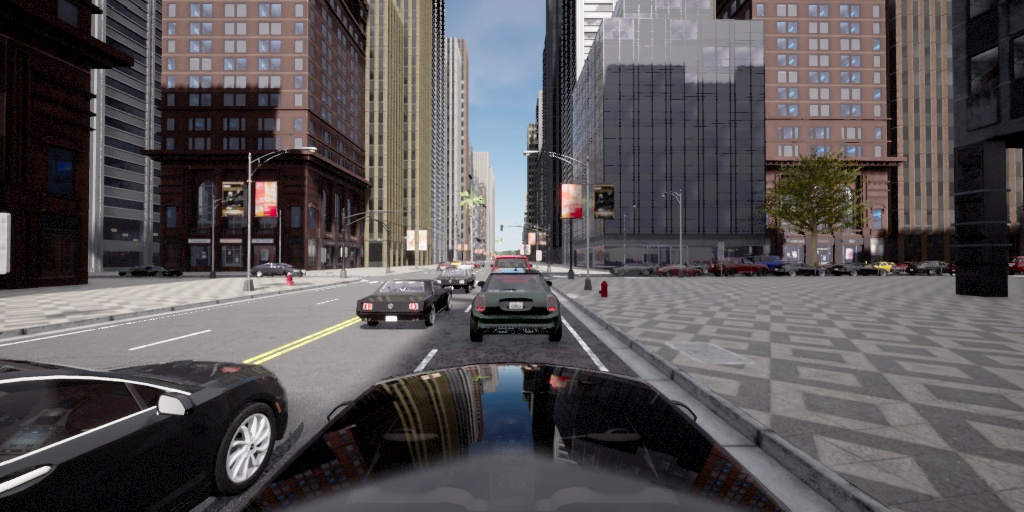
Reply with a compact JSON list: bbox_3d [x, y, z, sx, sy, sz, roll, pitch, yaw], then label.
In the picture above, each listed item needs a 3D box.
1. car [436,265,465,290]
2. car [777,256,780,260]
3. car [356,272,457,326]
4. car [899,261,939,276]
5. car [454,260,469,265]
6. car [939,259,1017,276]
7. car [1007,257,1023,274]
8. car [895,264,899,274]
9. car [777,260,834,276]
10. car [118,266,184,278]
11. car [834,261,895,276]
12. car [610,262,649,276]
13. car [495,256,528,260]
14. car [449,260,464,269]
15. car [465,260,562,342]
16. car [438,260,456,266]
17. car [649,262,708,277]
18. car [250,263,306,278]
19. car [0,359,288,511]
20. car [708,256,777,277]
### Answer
[{"bbox_3d":[-3.187,1.388,20.800,1.895,1.301,4.718,0,0,0],"label":"car"},{"bbox_3d":[26.253,1.001,38.971,5.566,2.045,2.150,0,-1,-1],"label":"car"},{"bbox_3d":[-3.166,1.361,11.631,1.895,1.301,4.718,0,0,0],"label":"car"},{"bbox_3d":[42.526,1.228,36.106,4.674,1.442,1.812,0,-1,-1],"label":"car"},{"bbox_3d":[-6.691,1.570,51.948,1.895,1.301,4.718,0,0,0],"label":"car"},{"bbox_3d":[43.446,1.214,33.491,4.507,1.381,1.888,0,0,-1],"label":"car"},{"bbox_3d":[49.084,0.973,33.589,5.009,1.841,2.192,0,0,-1],"label":"car"},{"bbox_3d":[44.197,1.260,39.208,4.674,1.442,1.812,0,-1,-1],"label":"car"},{"bbox_3d":[26.533,1.276,33.196,4.313,1.339,1.948,0,0,-1],"label":"car"},{"bbox_3d":[-35.072,1.584,34.946,4.718,1.301,1.895,0,-1,0],"label":"car"},{"bbox_3d":[32.170,1.260,33.294,4.313,1.339,1.948,0,0,-1],"label":"car"},{"bbox_3d":[12.738,1.386,38.736,4.181,1.385,1.994,0,-1,-1],"label":"car"},{"bbox_3d":[-0.034,1.003,19.504,2.150,2.045,5.566,0,0,0],"label":"car"},{"bbox_3d":[-9.923,1.534,64.341,1.882,1.535,5.008,0,-1,0],"label":"car"},{"bbox_3d":[0.082,1.108,9.983,2.097,1.767,4.553,0,0,0],"label":"car"},{"bbox_3d":[-9.936,1.503,53.202,1.812,1.442,4.674,0,0,-3],"label":"car"},{"bbox_3d":[15.258,1.327,33.000,4.207,1.307,1.802,0,0,-1],"label":"car"},{"bbox_3d":[-22.712,1.418,34.959,4.902,1.511,2.128,0,-1,0],"label":"car"},{"bbox_3d":[-3.150,1.255,1.612,1.837,1.490,4.892,0,0,0],"label":"car"},{"bbox_3d":[20.896,1.041,33.098,5.009,1.841,2.192,0,0,-1],"label":"car"}]
